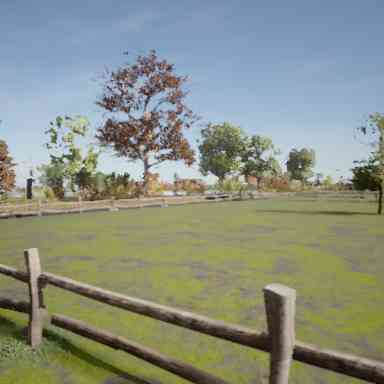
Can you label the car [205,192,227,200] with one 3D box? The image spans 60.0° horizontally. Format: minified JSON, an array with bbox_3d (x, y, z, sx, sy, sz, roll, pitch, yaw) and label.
[{"bbox_3d":[4.114,0.664,57.132,1.895,1.301,4.718,0,1,37],"label":"car"}]
